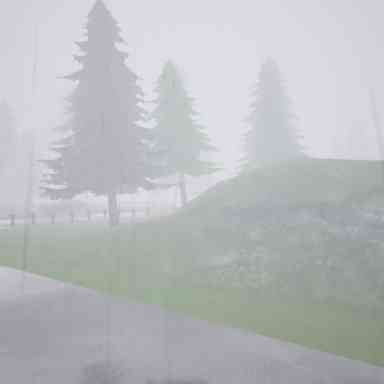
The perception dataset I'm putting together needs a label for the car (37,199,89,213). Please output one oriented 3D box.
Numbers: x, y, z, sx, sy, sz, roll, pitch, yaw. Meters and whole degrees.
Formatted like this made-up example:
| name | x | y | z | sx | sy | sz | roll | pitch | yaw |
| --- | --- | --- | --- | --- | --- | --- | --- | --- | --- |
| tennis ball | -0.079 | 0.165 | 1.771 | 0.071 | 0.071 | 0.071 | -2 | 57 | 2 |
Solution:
| name | x | y | z | sx | sy | sz | roll | pitch | yaw |
| --- | --- | --- | --- | --- | --- | --- | --- | --- | --- |
| car | -12.612 | 1.387 | 32.704 | 4.902 | 1.511 | 2.128 | 0 | 0 | -45 |
